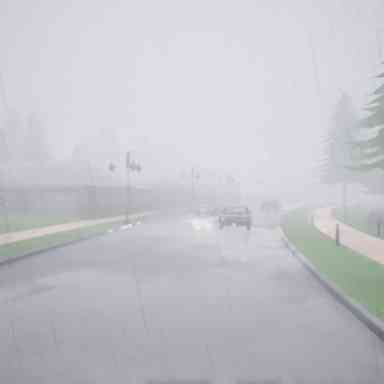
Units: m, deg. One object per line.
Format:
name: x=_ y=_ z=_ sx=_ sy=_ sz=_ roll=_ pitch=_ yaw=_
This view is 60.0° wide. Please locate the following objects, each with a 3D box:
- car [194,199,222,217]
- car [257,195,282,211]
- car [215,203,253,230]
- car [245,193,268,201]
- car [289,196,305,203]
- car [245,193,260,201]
car: x=1.671 y=1.428 z=30.267 sx=2.128 sy=1.511 sz=4.902 roll=0 pitch=0 yaw=19
car: x=9.645 y=1.449 z=40.145 sx=1.837 sy=1.490 sz=4.892 roll=0 pitch=0 yaw=25
car: x=2.897 y=1.563 z=21.145 sx=1.895 sy=1.301 sz=4.718 roll=0 pitch=0 yaw=13
car: x=14.066 y=1.060 z=72.590 sx=4.605 sy=1.855 sz=1.932 roll=0 pitch=0 yaw=33
car: x=20.793 y=1.486 z=65.791 sx=1.895 sy=1.301 sz=4.718 roll=0 pitch=0 yaw=33
car: x=13.039 y=1.064 z=70.262 sx=3.866 sy=1.878 sz=1.905 roll=0 pitch=0 yaw=33
